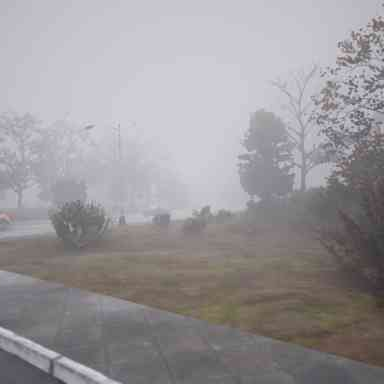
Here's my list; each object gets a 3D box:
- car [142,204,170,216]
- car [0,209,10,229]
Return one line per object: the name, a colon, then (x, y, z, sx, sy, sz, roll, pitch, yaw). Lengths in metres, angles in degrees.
car: (-4.759, 2.414, 45.133, 1.812, 1.442, 4.674, -3, -2, 32)
car: (-16.936, 2.164, 26.087, 2.097, 1.767, 4.553, -3, -2, 33)
